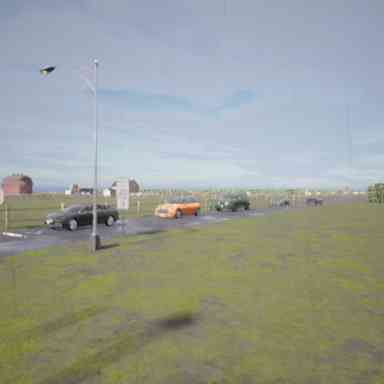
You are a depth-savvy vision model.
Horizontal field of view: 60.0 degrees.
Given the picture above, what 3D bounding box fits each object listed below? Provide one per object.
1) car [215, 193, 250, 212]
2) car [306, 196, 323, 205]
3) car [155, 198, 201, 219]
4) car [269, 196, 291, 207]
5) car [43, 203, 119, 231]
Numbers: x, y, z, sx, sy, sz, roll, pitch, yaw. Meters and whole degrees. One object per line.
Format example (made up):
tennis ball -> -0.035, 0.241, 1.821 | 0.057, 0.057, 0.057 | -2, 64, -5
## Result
car -> 4.726, 1.157, 37.779 | 2.150, 2.045, 5.566 | 1, 1, 34
car -> 20.977, 1.469, 56.869 | 1.837, 1.490, 4.892 | 1, 0, 34
car -> -1.160, 1.296, 28.958 | 2.097, 1.767, 4.553 | 1, 0, 34
car -> 13.369, 1.349, 50.584 | 2.097, 1.767, 4.553 | 1, 0, 34
car -> -6.703, 1.457, 20.577 | 1.837, 1.490, 4.892 | 1, 0, 32
